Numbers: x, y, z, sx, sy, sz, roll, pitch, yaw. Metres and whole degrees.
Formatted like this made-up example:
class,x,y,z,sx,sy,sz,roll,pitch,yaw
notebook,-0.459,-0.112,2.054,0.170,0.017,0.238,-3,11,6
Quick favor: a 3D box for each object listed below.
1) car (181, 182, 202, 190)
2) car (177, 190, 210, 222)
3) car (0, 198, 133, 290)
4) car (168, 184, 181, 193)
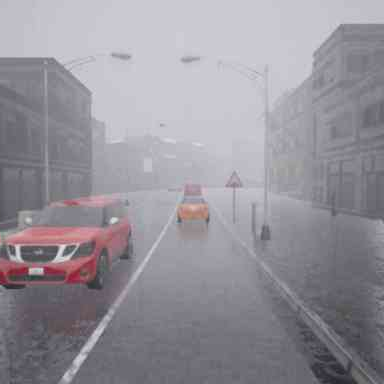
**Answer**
class,x,y,z,sx,sy,sz,roll,pitch,yaw
car,0.091,-0.221,42.498,2.150,2.045,5.566,0,4,0
car,0.095,1.038,23.323,2.097,1.767,4.553,0,2,0
car,-3.103,1.212,9.384,2.150,2.045,5.566,0,0,0
car,-2.668,-0.631,53.729,1.994,1.385,4.181,0,4,6
